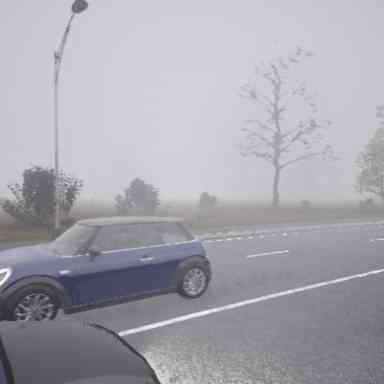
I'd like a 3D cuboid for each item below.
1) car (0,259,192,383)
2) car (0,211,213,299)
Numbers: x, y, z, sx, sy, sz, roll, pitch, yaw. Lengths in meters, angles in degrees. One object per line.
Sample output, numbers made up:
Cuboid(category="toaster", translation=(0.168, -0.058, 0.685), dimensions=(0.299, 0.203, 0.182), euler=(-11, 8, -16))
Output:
Cuboid(category="car", translation=(-2.182, 1.555, 2.069), dimensions=(4.181, 1.385, 1.994), euler=(0, 0, -35))
Cuboid(category="car", translation=(-1.855, 1.328, 6.793), dimensions=(4.553, 1.767, 2.097), euler=(0, 0, -34))
